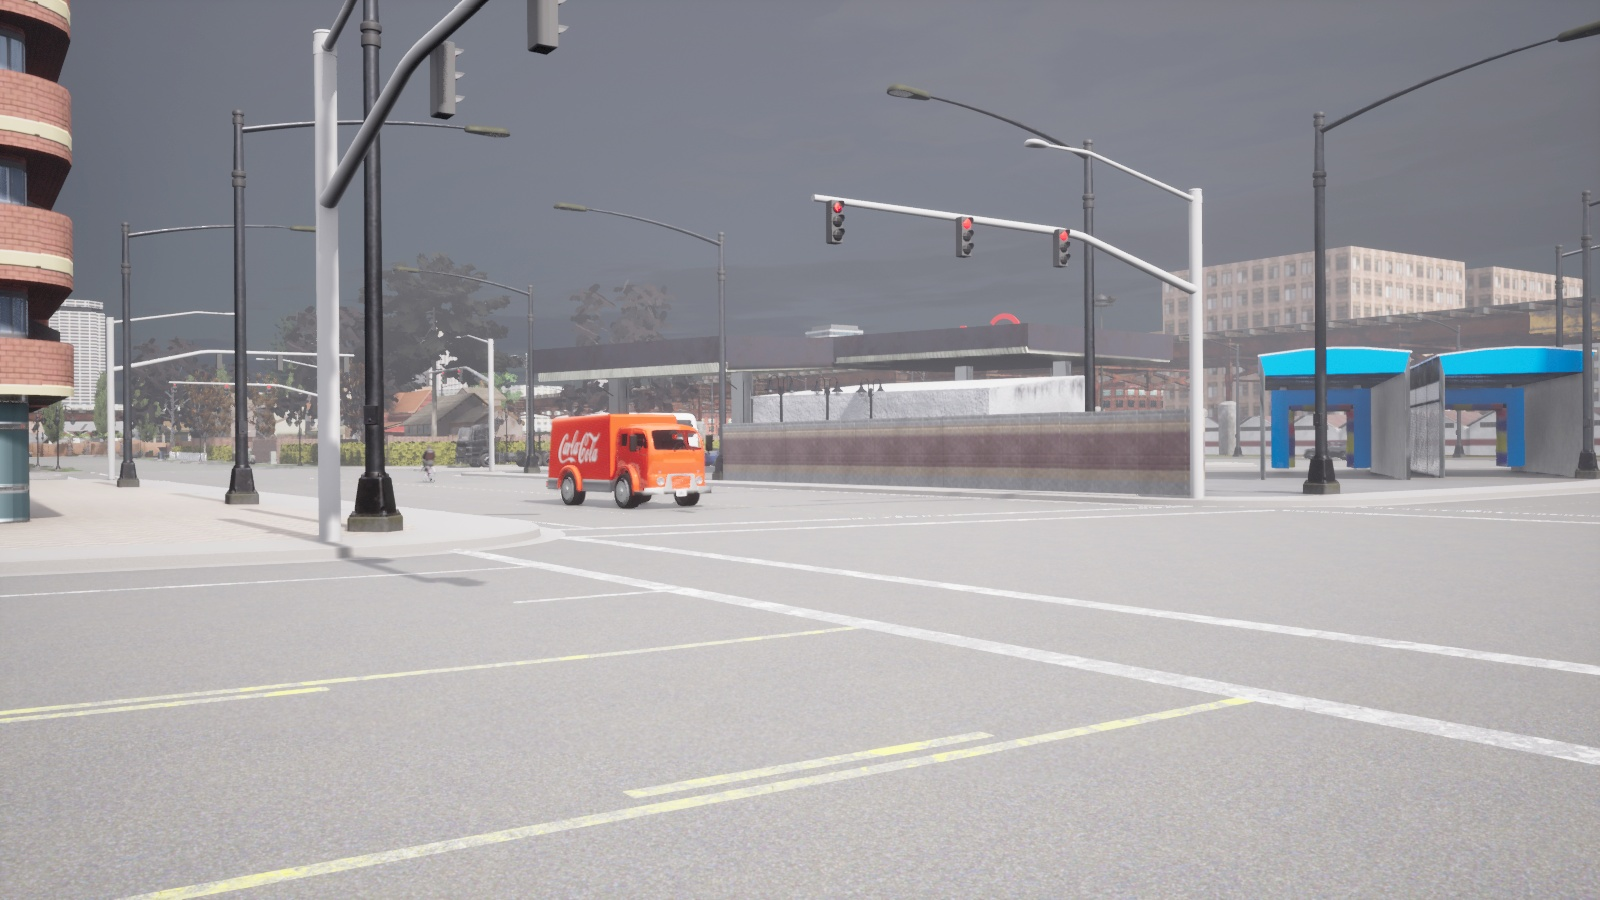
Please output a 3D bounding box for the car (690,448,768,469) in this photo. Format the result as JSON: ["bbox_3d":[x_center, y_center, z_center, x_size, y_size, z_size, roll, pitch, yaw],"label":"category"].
[{"bbox_3d":[-5.151,0.590,91.362,5.357,1.411,2.033,-1,0,-35],"label":"car"}]

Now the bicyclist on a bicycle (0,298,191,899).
[{"bbox_3d":[-2.100,0.623,2.117,1.843,1.776,0.659,0,0,-36],"label":"bicyclist on a bicycle"}]

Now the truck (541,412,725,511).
[{"bbox_3d":[-4.606,0.292,33.983,2.627,2.467,5.204,-1,0,-38],"label":"truck"}]
